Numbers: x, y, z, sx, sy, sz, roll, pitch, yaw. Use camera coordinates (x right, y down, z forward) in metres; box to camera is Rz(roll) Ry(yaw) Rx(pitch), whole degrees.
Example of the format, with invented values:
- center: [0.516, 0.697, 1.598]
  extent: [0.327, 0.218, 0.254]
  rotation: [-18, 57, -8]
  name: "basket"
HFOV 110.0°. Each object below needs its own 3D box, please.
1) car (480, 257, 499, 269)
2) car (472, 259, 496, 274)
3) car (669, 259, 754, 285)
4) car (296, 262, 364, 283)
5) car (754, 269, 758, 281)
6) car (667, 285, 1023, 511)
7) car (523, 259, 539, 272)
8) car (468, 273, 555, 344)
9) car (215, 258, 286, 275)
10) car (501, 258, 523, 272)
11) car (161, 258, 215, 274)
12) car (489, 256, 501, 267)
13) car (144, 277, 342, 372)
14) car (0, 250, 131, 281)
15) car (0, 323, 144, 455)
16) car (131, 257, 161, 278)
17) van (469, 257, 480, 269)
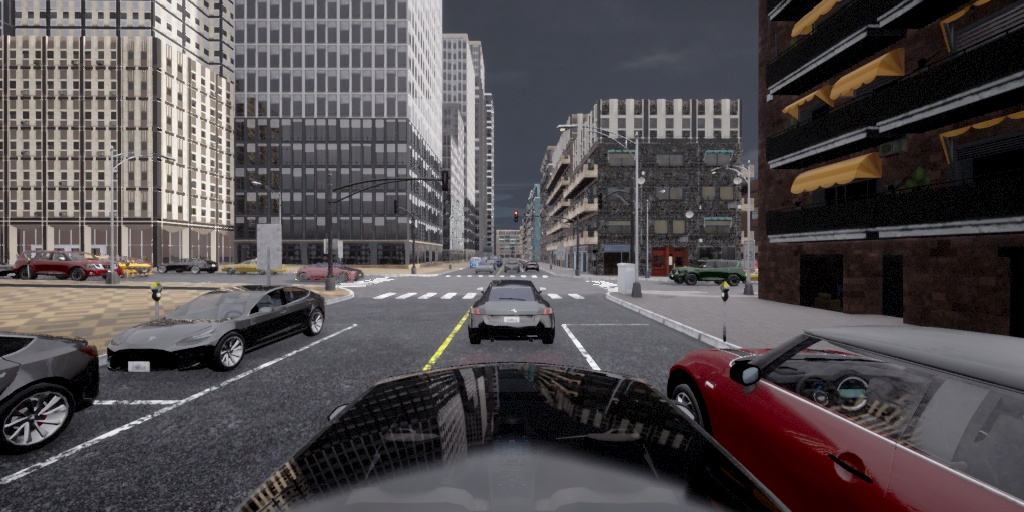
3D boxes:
- center: [-3.204, 1.260, 51.888]
  extent: [1.837, 1.490, 4.892]
  rotation: [0, 0, 0]
  name: "car"
- center: [-3.186, 1.354, 41.898]
  extent: [1.895, 1.301, 4.718]
  rotation: [0, 0, 0]
  name: "car"
- center: [15.524, 1.290, 28.542]
  extent: [5.566, 2.045, 2.150]
  rotation: [1, 0, -1]
  name: "car"
- center: [-12.586, 1.110, 24.962]
  extent: [4.181, 1.385, 1.994]
  rotation: [1, 0, -1]
  name: "car"
- center: [21.303, 1.698, 31.215]
  extent: [4.829, 1.417, 1.751]
  rotation: [0, 0, -1]
  name: "car"
- center: [2.693, 1.190, 2.427]
  extent: [1.967, 1.591, 4.097]
  rotation: [0, 0, 0]
  name: "car"
- center: [2.593, 1.320, 47.317]
  extent: [1.948, 1.339, 4.313]
  rotation: [0, 0, 0]
  name: "car"
- center: [-0.013, 1.314, 9.583]
  extent: [1.994, 1.385, 4.181]
  rotation: [0, 0, 0]
  name: "car"
- center: [-22.105, 0.880, 30.715]
  extent: [4.829, 1.417, 1.751]
  rotation: [0, 0, -1]
  name: "car"
- center: [-0.009, 1.246, 45.497]
  extent: [2.128, 1.511, 4.902]
  rotation: [0, 0, 0]
  name: "car"
- center: [-27.550, 0.816, 30.554]
  extent: [4.313, 1.339, 1.948]
  rotation: [0, 0, -1]
  name: "car"
- center: [-3.204, 0.980, 62.361]
  extent: [2.150, 2.045, 5.566]
  rotation: [0, 0, 0]
  name: "car"
- center: [-5.700, 1.315, 7.653]
  extent: [1.948, 1.339, 4.313]
  rotation: [0, 0, 0]
  name: "car"
- center: [-27.428, 0.591, 22.173]
  extent: [5.009, 1.841, 2.192]
  rotation: [0, 0, -1]
  name: "car"
- center: [-5.688, 1.316, 2.407]
  extent: [1.948, 1.339, 4.313]
  rotation: [0, 0, 0]
  name: "car"
- center: [-27.868, 0.738, 24.757]
  extent: [5.008, 1.535, 1.882]
  rotation: [1, 0, -1]
  name: "car"
- center: [-5.810, 1.097, 57.264]
  extent: [1.690, 1.789, 3.998]
  rotation: [0, 0, 0]
  name: "van"
